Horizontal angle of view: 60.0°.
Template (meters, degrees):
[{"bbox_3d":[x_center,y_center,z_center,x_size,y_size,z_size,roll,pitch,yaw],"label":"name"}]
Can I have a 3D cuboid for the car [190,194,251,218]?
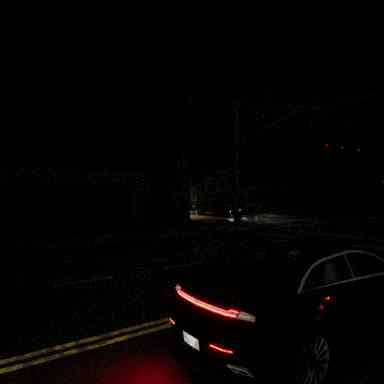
[{"bbox_3d":[2.547,1.221,31.275,2.150,2.045,5.566,0,0,-36],"label":"car"}]

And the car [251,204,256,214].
[{"bbox_3d":[4.401,1.478,34.636,1.882,1.535,5.008,0,0,-37],"label":"car"}]

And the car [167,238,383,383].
[{"bbox_3d":[1.964,1.492,5.231,4.902,1.511,2.128,0,0,-35],"label":"car"}]

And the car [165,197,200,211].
[{"bbox_3d":[-1.274,1.491,42.241,2.128,1.511,4.902,0,0,-37],"label":"car"}]
